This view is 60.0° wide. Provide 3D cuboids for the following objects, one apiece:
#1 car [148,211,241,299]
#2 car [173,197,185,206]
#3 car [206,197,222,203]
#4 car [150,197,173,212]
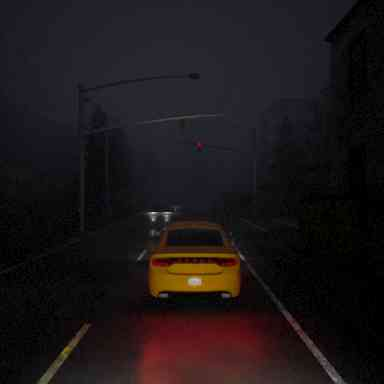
[{"bbox_3d":[0.061,1.475,8.508,1.882,1.535,5.008,0,0,0],"label":"car"},{"bbox_3d":[-2.535,1.529,53.854,2.033,1.411,5.357,0,0,14],"label":"car"},{"bbox_3d":[5.030,1.578,68.388,1.895,1.301,4.718,0,0,43],"label":"car"},{"bbox_3d":[-3.599,1.514,38.828,1.812,1.442,4.674,0,0,0],"label":"car"}]
